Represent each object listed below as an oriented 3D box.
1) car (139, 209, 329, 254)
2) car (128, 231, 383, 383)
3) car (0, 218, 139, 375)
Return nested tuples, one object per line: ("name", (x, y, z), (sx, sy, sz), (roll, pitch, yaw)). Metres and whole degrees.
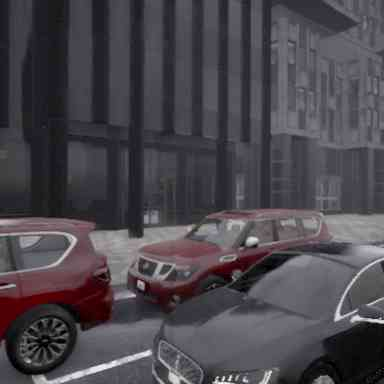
("car", (1.148, 1.341, 7.341), (5.009, 1.841, 2.192), (0, 0, -35))
("car", (1.812, 1.525, 4.543), (4.892, 1.490, 1.837), (0, 0, -35))
("car", (-3.449, 1.312, 4.074), (5.009, 1.841, 2.192), (0, 0, -35))
